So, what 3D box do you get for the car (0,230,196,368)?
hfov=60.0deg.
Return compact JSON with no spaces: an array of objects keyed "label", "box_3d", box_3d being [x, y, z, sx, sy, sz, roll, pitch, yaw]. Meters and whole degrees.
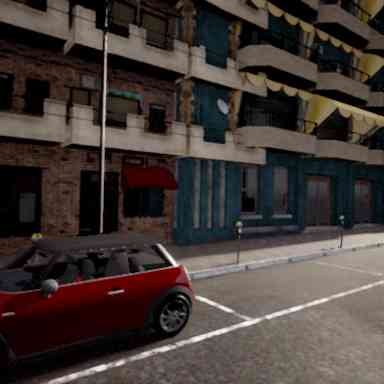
[{"label":"car","box_3d":[-2.010,1.452,5.107,4.097,1.590,1.967,1,1,-35]}]
